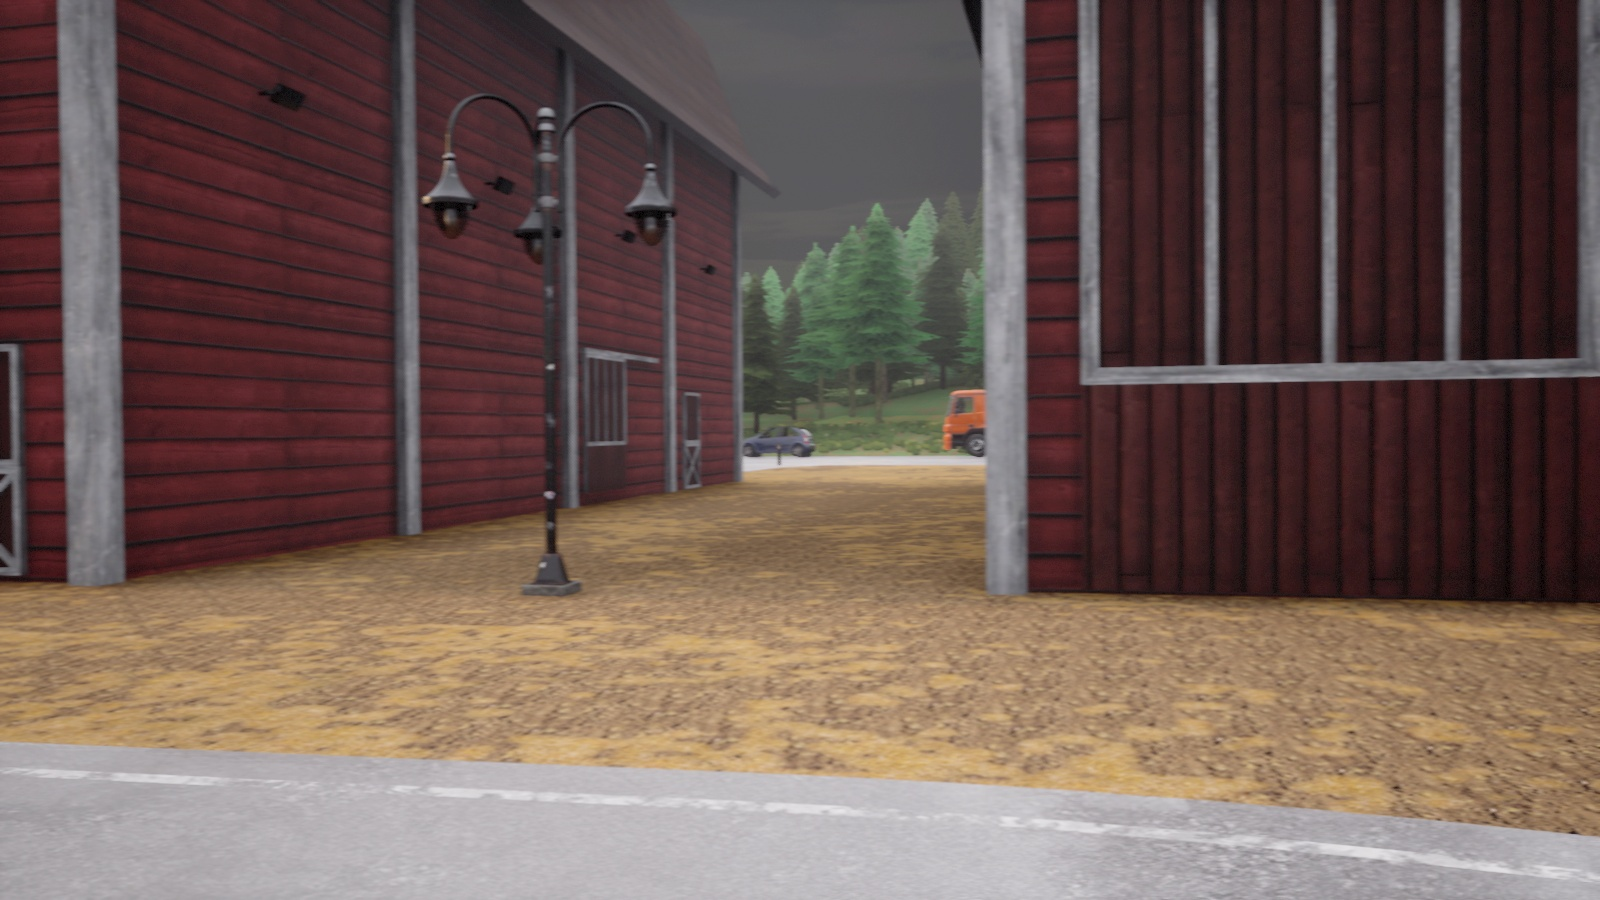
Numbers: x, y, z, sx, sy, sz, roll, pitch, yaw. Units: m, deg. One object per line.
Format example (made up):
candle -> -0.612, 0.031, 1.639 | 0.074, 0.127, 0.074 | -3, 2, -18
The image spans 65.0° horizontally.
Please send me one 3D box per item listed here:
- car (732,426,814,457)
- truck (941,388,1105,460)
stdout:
car -> -1.403, -0.451, 66.011 | 3.988, 1.617, 1.851 | 0, 1, 14
truck -> 11.191, -1.297, 62.909 | 7.936, 3.462, 2.891 | 0, 1, 14
